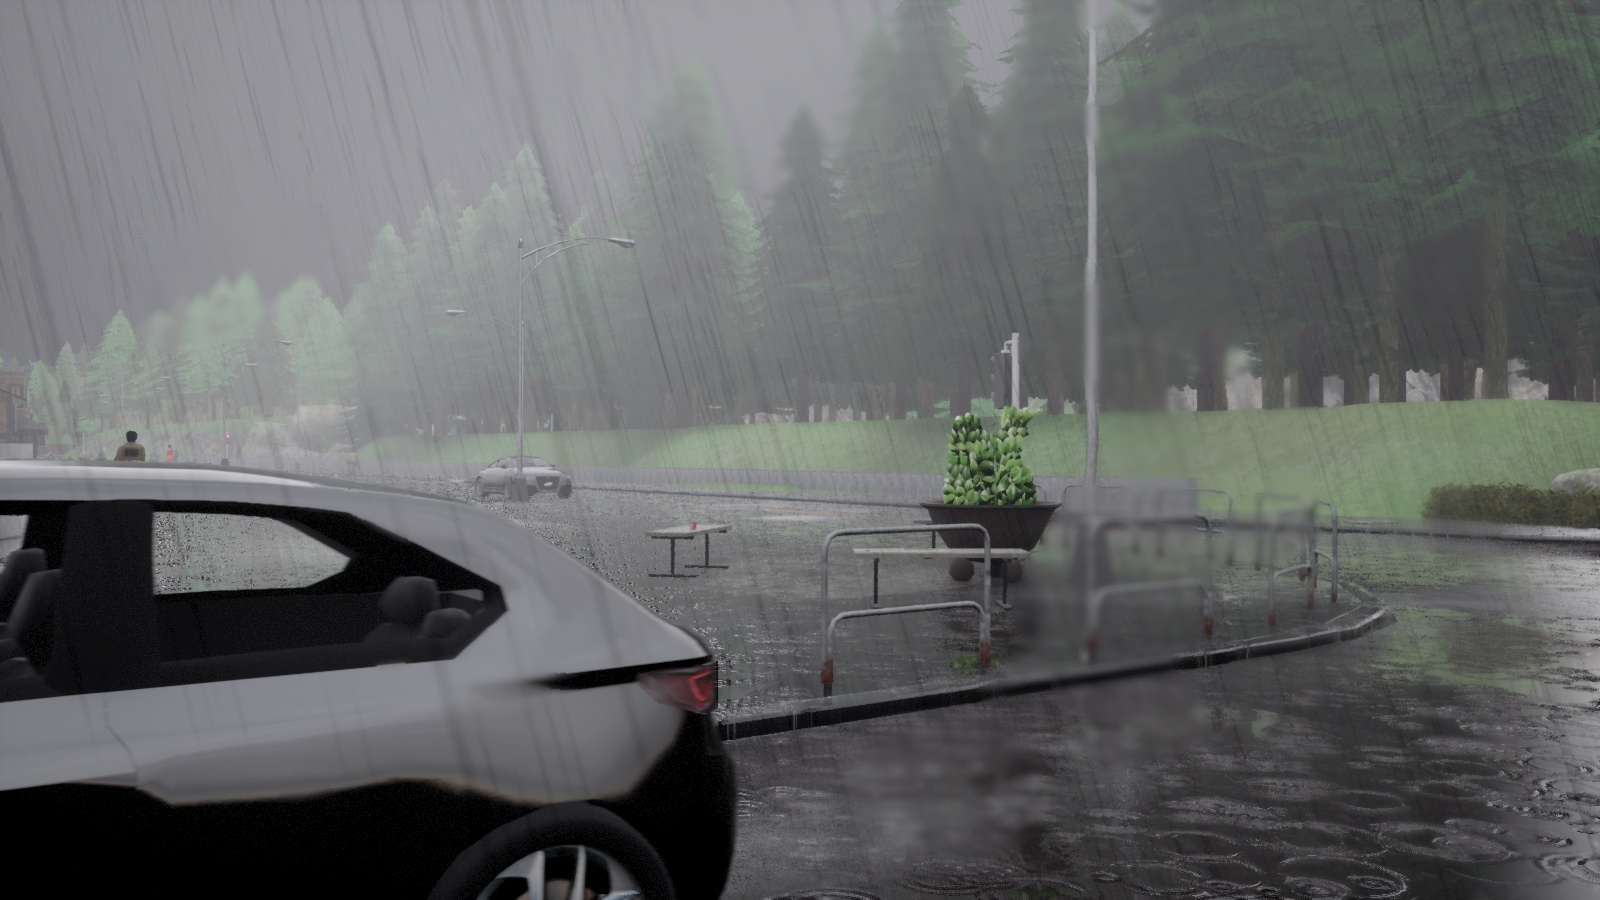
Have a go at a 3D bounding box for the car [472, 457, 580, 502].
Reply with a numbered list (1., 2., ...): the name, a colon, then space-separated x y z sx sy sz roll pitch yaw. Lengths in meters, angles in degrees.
1. car: -8.994 0.928 40.982 1.994 1.385 4.181 0 0 -35

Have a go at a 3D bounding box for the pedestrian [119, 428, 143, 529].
1. pedestrian: -12.934 0.542 24.287 0.396 1.930 0.692 0 0 -26

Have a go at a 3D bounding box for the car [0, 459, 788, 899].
1. car: -2.269 0.770 2.714 4.193 1.474 1.816 0 0 -35

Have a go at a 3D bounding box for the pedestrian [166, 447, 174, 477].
1. pedestrian: -38.292 0.723 76.282 0.345 1.836 0.594 0 0 -34
